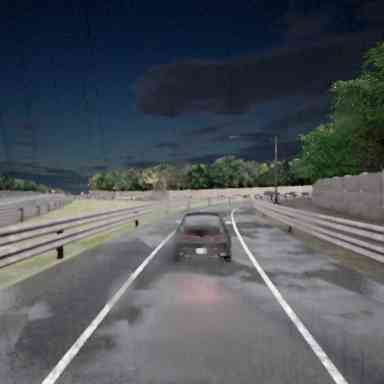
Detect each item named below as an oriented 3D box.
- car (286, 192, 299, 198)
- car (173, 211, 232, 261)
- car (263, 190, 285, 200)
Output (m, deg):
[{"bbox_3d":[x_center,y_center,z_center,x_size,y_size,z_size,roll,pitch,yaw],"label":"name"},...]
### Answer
[{"bbox_3d":[23.427,0.736,78.002,1.895,1.301,4.718,-1,1,43],"label":"car"},{"bbox_3d":[0.404,1.469,12.129,1.837,1.490,4.892,0,0,3],"label":"car"},{"bbox_3d":[16.801,0.631,69.767,2.150,2.045,5.566,0,1,36],"label":"car"}]
